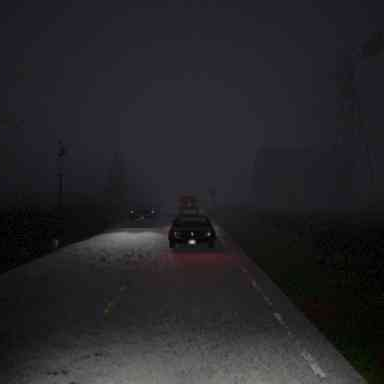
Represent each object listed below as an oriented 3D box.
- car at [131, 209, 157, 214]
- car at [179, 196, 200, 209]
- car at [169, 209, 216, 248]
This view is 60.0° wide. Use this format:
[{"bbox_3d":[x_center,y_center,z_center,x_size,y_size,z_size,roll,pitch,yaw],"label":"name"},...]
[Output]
[{"bbox_3d":[-3.415,1.442,24.863,1.895,1.301,4.718,0,0,-1],"label":"car"},{"bbox_3d":[-0.305,1.417,37.365,2.150,2.045,5.566,0,0,0],"label":"car"},{"bbox_3d":[-0.013,1.680,15.253,1.895,1.301,4.718,0,0,-1],"label":"car"}]
